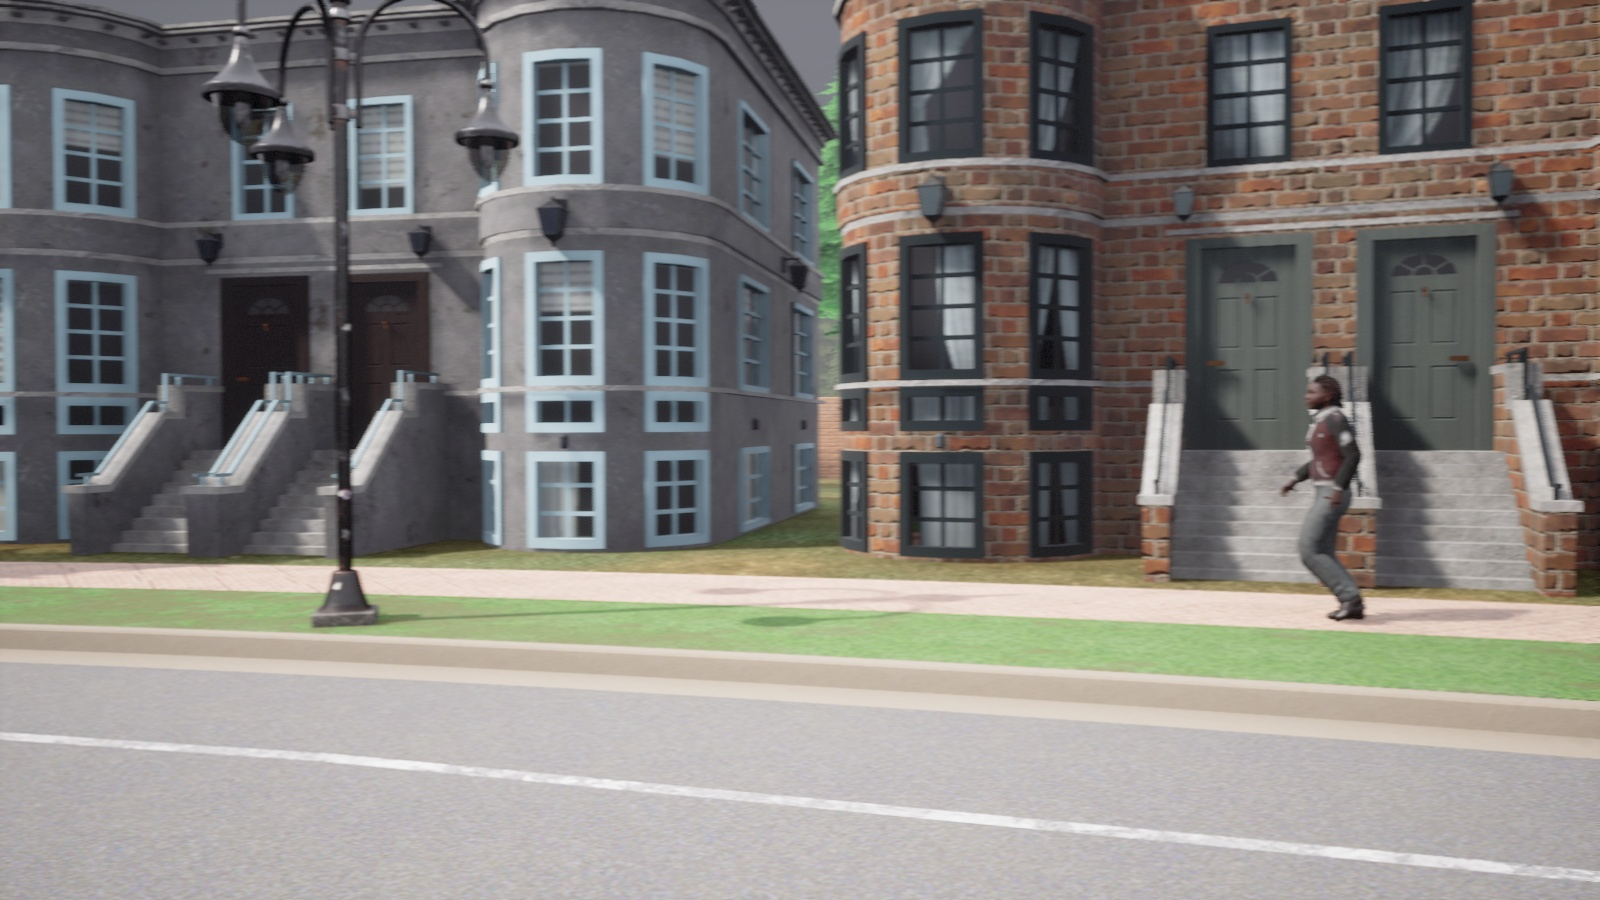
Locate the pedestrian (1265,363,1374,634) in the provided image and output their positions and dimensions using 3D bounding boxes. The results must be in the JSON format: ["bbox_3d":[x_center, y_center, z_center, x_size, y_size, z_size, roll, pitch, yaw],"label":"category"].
[{"bbox_3d":[3.796,0.344,9.206,0.666,1.930,0.402,0,1,14],"label":"pedestrian"}]
